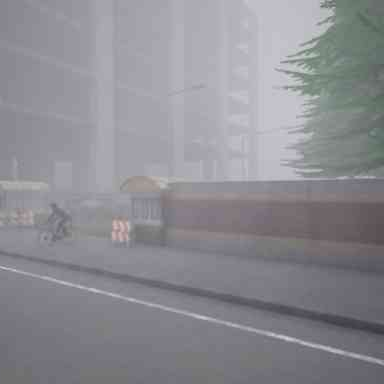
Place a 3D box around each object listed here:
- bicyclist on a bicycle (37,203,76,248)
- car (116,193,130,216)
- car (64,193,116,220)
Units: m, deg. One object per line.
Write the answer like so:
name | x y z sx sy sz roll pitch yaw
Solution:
bicyclist on a bicycle | -5.052 1.236 12.516 0.582 1.620 1.656 0 0 34
car | -6.345 1.015 27.489 3.866 1.878 1.905 0 0 34
car | -8.006 1.035 25.062 3.866 1.878 1.905 0 0 34
